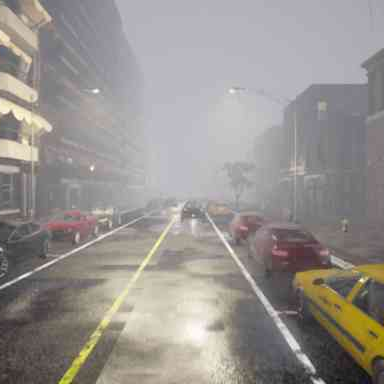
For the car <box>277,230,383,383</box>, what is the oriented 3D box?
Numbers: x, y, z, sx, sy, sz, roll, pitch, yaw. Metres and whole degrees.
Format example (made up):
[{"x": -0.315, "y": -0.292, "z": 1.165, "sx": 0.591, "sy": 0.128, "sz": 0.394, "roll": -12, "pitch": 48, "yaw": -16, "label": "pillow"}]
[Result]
[{"x": 2.681, "y": 1.529, "z": 4.396, "sx": 1.752, "sy": 1.417, "sz": 4.829, "roll": -1, "pitch": 0, "yaw": 0, "label": "car"}]

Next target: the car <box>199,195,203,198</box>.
[{"x": 0.102, "y": 1.535, "z": 46.588, "sx": 2.128, "sy": 1.511, "sz": 4.902, "roll": 0, "pitch": 0, "yaw": 0, "label": "car"}]

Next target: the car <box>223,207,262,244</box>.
[{"x": 2.682, "y": 1.596, "z": 15.581, "sx": 1.802, "sy": 1.307, "sz": 4.206, "roll": -1, "pitch": 0, "yaw": 0, "label": "car"}]

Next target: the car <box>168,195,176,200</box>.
[{"x": -5.695, "y": 1.666, "z": 95.094, "sx": 1.947, "sy": 1.339, "sz": 4.313, "roll": -1, "pitch": 0, "yaw": 0, "label": "car"}]

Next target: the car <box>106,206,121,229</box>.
[{"x": -5.698, "y": 1.569, "z": 21.287, "sx": 2.008, "sy": 1.369, "sz": 4.403, "roll": -1, "pitch": 0, "yaw": 0, "label": "car"}]

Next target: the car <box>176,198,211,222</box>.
[{"x": 0.102, "y": 1.515, "z": 26.412, "sx": 2.128, "sy": 1.511, "sz": 4.902, "roll": 0, "pitch": 0, "yaw": 0, "label": "car"}]

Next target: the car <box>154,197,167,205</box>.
[{"x": -5.696, "y": 1.626, "z": 61.029, "sx": 1.947, "sy": 1.339, "sz": 4.313, "roll": -1, "pitch": 0, "yaw": 0, "label": "car"}]

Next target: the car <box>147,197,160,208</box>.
[{"x": -5.697, "y": 1.592, "z": 49.674, "sx": 1.887, "sy": 1.381, "sz": 4.507, "roll": -1, "pitch": 0, "yaw": 0, "label": "car"}]

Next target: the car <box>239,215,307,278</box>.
[{"x": 2.682, "y": 1.591, "z": 9.903, "sx": 1.802, "sy": 1.307, "sz": 4.206, "roll": -1, "pitch": 0, "yaw": 0, "label": "car"}]

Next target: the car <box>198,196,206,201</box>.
[{"x": 2.686, "y": 1.660, "z": 89.387, "sx": 1.947, "sy": 1.339, "sz": 4.313, "roll": -1, "pitch": 0, "yaw": 0, "label": "car"}]

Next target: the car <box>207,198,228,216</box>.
[{"x": 2.683, "y": 1.556, "z": 32.783, "sx": 1.752, "sy": 1.417, "sz": 4.829, "roll": -1, "pitch": 0, "yaw": 0, "label": "car"}]

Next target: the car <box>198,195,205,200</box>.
[{"x": 2.686, "y": 1.651, "z": 95.065, "sx": 2.008, "sy": 1.369, "sz": 4.403, "roll": -1, "pitch": 0, "yaw": 0, "label": "car"}]

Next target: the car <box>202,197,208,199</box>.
[{"x": 2.683, "y": 1.587, "z": 43.968, "sx": 1.887, "sy": 1.381, "sz": 4.507, "roll": -1, "pitch": 0, "yaw": 0, "label": "car"}]

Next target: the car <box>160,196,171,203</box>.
[{"x": -5.696, "y": 1.623, "z": 72.384, "sx": 2.008, "sy": 1.369, "sz": 4.403, "roll": -1, "pitch": 0, "yaw": 0, "label": "car"}]

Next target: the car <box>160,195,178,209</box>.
[{"x": -3.017, "y": 1.522, "z": 46.854, "sx": 1.882, "sy": 1.535, "sz": 5.008, "roll": 0, "pitch": 0, "yaw": 0, "label": "car"}]

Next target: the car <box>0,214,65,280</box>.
[{"x": -5.699, "y": 1.574, "z": 9.932, "sx": 1.947, "sy": 1.339, "sz": 4.313, "roll": -1, "pitch": 0, "yaw": 0, "label": "car"}]

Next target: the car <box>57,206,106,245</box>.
[{"x": -5.699, "y": 1.558, "z": 15.609, "sx": 1.887, "sy": 1.381, "sz": 4.507, "roll": -1, "pitch": 0, "yaw": 0, "label": "car"}]
